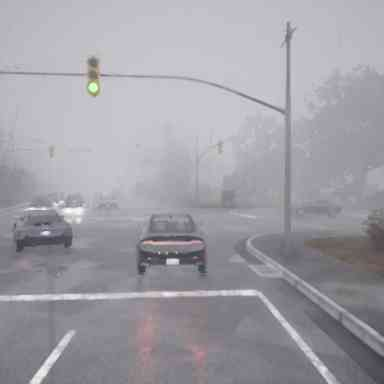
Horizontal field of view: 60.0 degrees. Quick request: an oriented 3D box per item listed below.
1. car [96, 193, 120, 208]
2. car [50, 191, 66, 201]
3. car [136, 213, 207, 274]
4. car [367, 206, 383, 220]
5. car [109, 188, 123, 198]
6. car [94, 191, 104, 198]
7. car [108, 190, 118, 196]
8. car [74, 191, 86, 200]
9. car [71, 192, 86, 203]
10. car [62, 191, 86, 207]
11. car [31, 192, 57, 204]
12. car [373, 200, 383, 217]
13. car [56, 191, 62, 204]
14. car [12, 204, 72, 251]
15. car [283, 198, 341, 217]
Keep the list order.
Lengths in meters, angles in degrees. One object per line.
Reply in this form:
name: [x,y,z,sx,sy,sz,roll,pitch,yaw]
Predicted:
car: [-9.435,1.055,37.287,1.895,1.301,4.718,0,1,-15]
car: [-22.668,0.645,56.531,2.128,1.511,4.902,0,1,-18]
car: [-0.660,1.406,10.376,2.128,1.511,4.902,0,1,-5]
car: [14.207,1.480,21.589,5.357,1.411,2.033,2,1,-12]
car: [-15.755,0.177,69.484,2.150,2.045,5.566,0,1,-18]
car: [-19.836,0.435,70.787,1.882,1.535,5.008,0,1,-17]
car: [-18.867,0.279,79.376,2.033,1.411,5.357,0,1,-17]
car: [-19.509,0.629,58.150,1.837,1.490,4.892,0,1,-18]
car: [-16.447,0.748,48.343,1.882,1.535,5.008,0,1,-17]
car: [-13.833,0.916,39.214,2.128,1.511,4.902,0,1,-19]
car: [-17.085,1.011,38.048,1.994,1.385,4.181,0,1,-15]
car: [19.181,1.545,30.136,4.892,1.490,1.837,2,0,-14]
car: [-19.576,0.807,46.595,1.837,1.490,4.892,0,1,-17]
car: [-6.269,1.424,13.765,1.994,1.385,4.181,0,1,-29]
car: [10.015,1.250,27.821,4.902,1.511,2.128,1,1,-14]
